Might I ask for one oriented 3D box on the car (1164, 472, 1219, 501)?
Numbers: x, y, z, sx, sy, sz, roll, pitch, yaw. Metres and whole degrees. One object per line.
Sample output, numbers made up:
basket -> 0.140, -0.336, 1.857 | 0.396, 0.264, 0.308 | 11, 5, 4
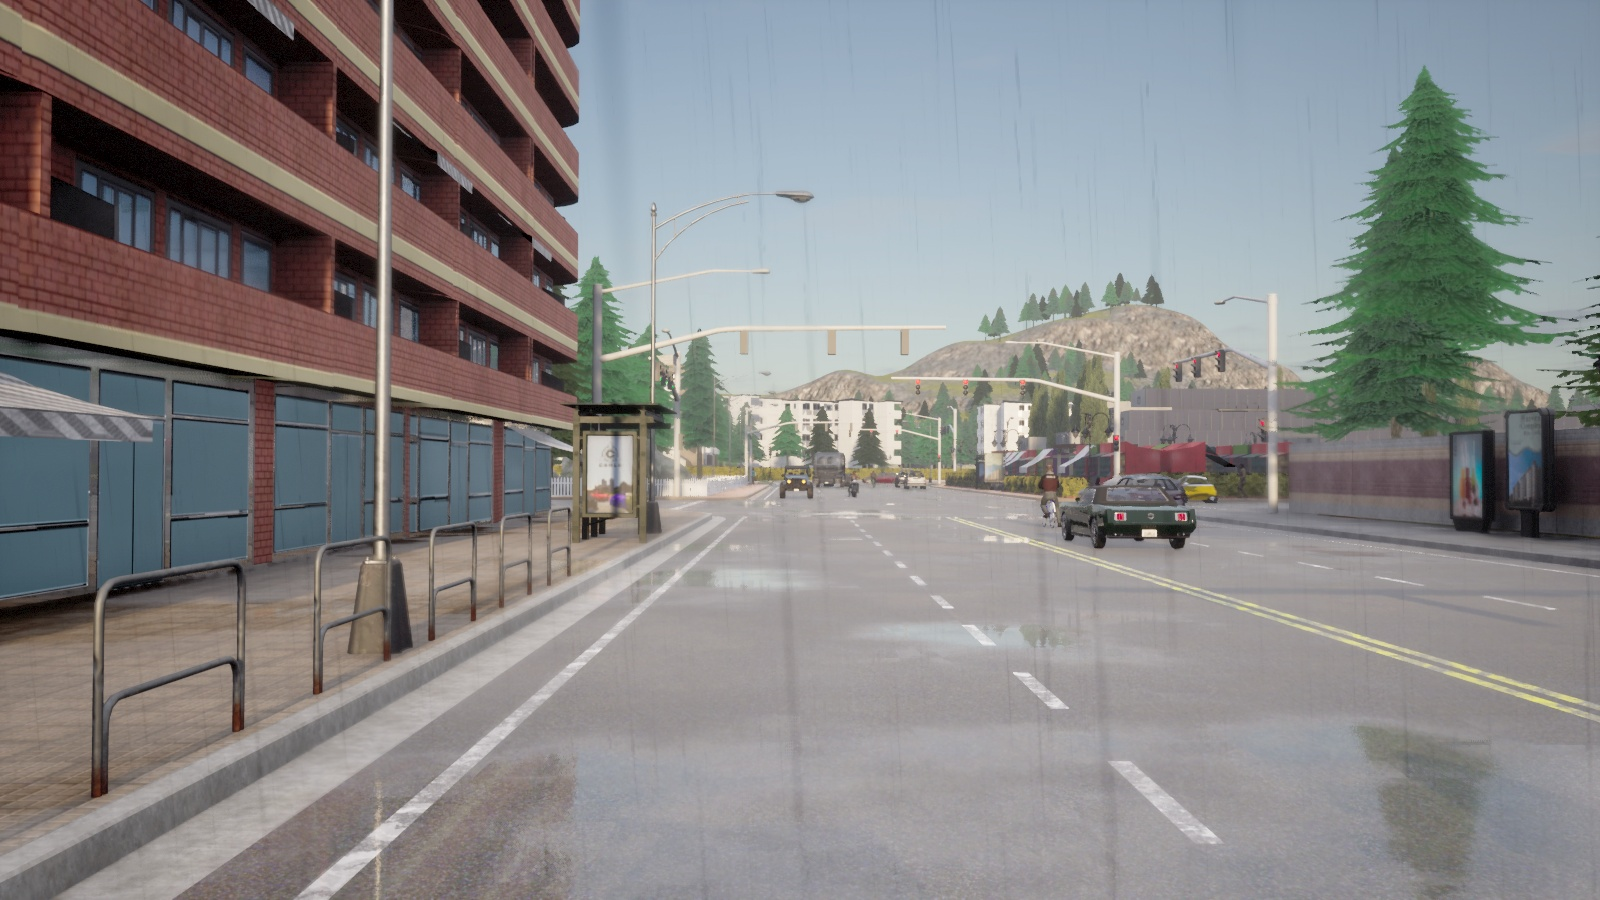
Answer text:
car -> 19.073, 1.764, 61.264 | 2.207, 1.376, 1.481 | 0, -1, 0

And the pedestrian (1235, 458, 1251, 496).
pedestrian -> 22.859, 1.406, 64.761 | 0.692, 1.930, 0.396 | 0, -1, 2

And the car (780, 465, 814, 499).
car -> -0.188, 1.817, 72.000 | 1.905, 1.878, 3.866 | 0, -1, 0

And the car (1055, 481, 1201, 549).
car -> 6.929, 1.340, 27.048 | 1.895, 1.301, 4.718 | 0, -1, 0

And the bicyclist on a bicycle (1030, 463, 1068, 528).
bicyclist on a bicycle -> 6.908, 1.242, 34.922 | 0.659, 1.776, 1.843 | 0, -1, 0

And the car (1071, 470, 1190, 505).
car -> 15.065, 1.681, 57.367 | 4.792, 1.488, 2.163 | -1, -1, -7

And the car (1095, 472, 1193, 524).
car -> 10.400, 1.428, 38.265 | 1.816, 1.474, 4.193 | 0, -1, 0
